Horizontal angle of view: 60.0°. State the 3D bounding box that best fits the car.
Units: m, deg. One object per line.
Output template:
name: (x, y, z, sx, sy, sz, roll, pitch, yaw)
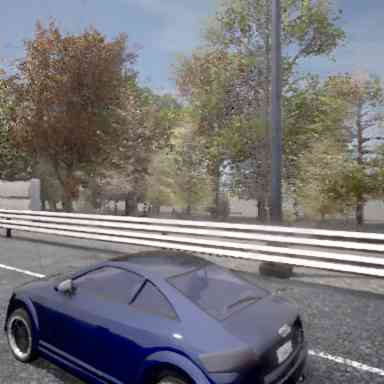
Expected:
car: (-0.694, 1.501, 4.420, 4.181, 1.385, 1.994, 0, 0, 37)
